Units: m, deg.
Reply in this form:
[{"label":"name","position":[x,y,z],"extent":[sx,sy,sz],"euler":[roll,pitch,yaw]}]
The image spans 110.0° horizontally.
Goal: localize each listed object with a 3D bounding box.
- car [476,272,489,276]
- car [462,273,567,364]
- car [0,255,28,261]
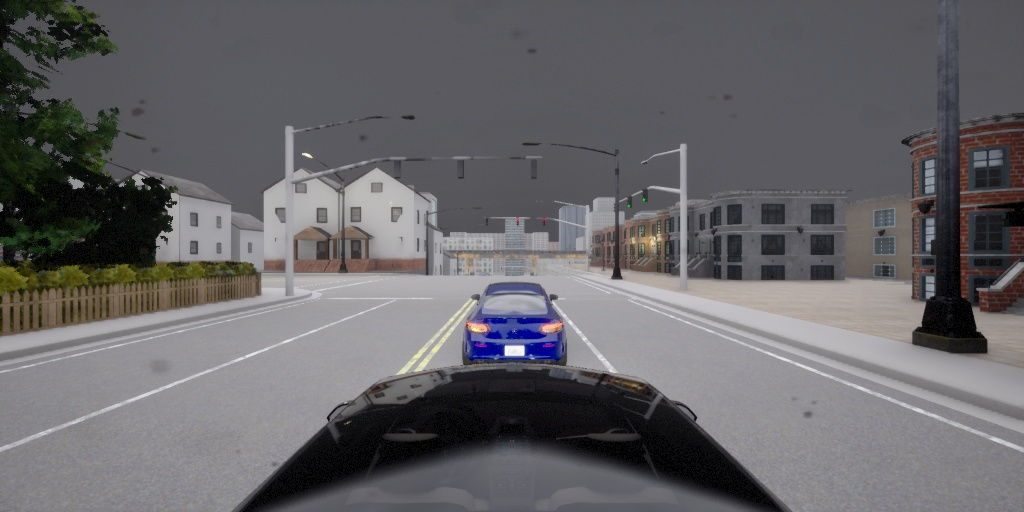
[{"label":"car","position":[-3.604,2.929,47.213],"extent":[2.097,1.767,4.553],"euler":[-1,-13,0]},{"label":"car","position":[0.059,1.276,7.753],"extent":[1.812,1.442,4.674],"euler":[0,0,0]},{"label":"car","position":[-44.713,0.971,30.667],"extent":[5.566,2.045,2.150],"euler":[0,0,0]}]
